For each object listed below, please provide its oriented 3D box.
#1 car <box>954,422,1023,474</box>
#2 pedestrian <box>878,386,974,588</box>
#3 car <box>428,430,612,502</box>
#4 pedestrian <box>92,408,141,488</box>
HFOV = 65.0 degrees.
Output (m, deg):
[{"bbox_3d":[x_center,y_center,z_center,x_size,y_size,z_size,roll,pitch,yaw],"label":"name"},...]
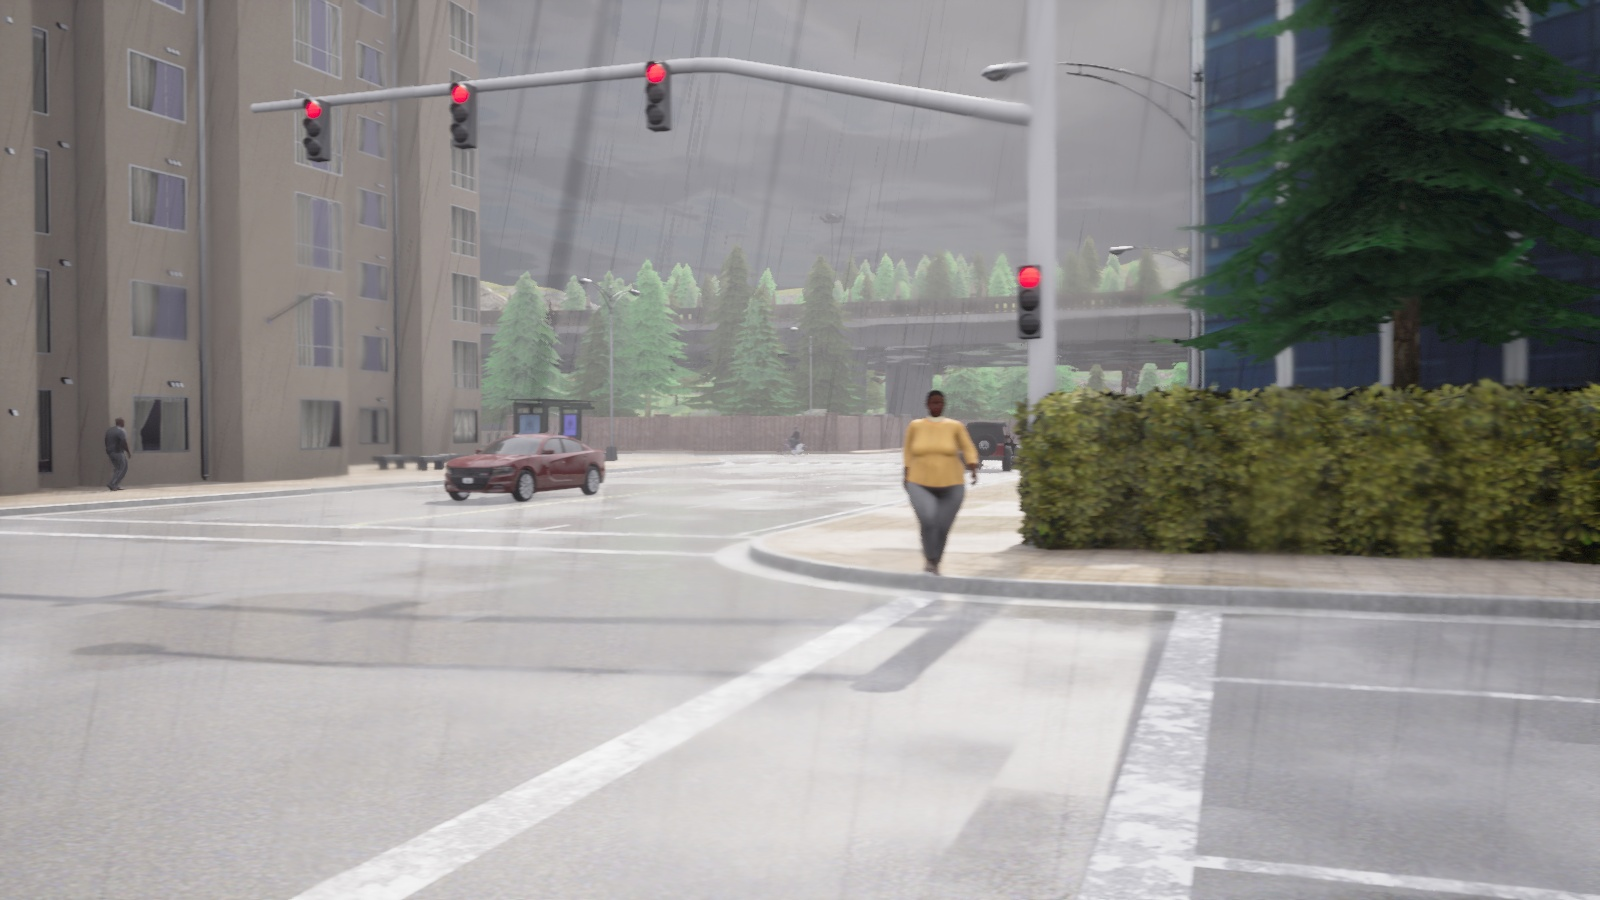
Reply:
[{"bbox_3d":[7.187,-0.113,47.605,1.905,1.878,3.866,1,1,19],"label":"car"},{"bbox_3d":[1.206,0.329,12.034,0.874,1.855,0.900,0,1,6],"label":"pedestrian"},{"bbox_3d":[-6.471,0.305,29.657,1.882,1.535,5.008,1,1,19],"label":"car"},{"bbox_3d":[-16.429,-0.060,30.199,0.563,1.883,0.849,1,1,24],"label":"pedestrian"}]
